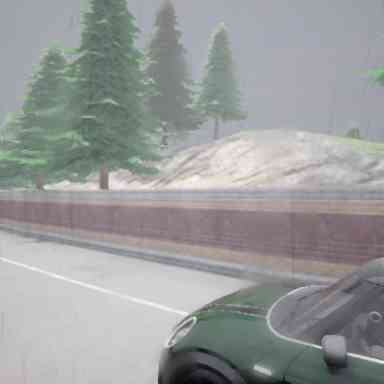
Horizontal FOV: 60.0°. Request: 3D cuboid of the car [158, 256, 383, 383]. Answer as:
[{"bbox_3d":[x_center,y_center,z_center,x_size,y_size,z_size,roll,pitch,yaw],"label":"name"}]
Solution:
[{"bbox_3d":[1.874,1.363,2.753,4.553,1.767,2.097,0,0,36],"label":"car"}]
